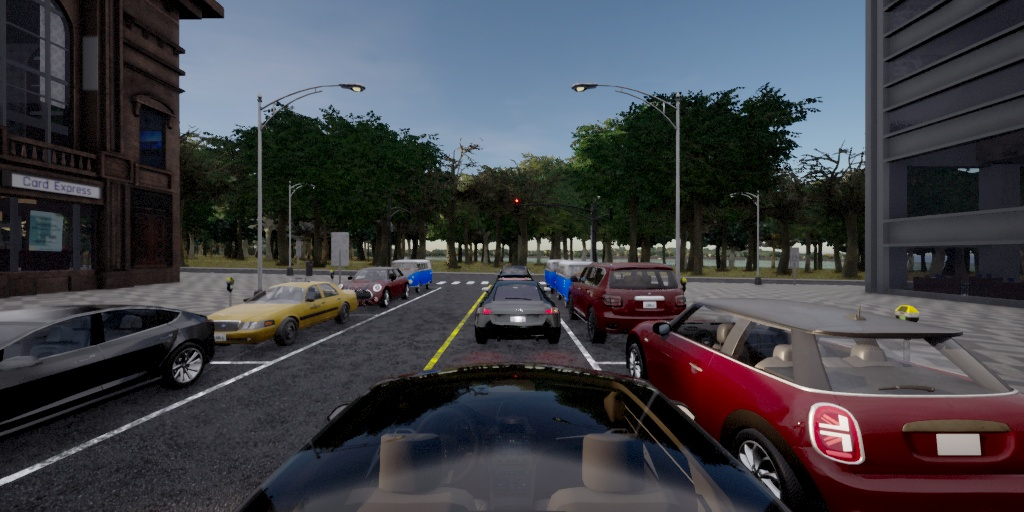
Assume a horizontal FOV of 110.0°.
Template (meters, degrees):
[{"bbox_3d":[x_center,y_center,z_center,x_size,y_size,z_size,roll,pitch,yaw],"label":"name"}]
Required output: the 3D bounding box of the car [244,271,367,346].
[{"bbox_3d":[-5.749,1.275,9.441,1.751,1.417,4.829,0,0,0],"label":"car"}]

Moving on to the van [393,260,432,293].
[{"bbox_3d":[-5.728,1.092,20.486,1.690,1.789,3.998,0,0,0],"label":"van"}]

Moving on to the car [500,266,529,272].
[{"bbox_3d":[0.132,1.243,18.525,2.128,1.511,4.902,0,0,0],"label":"car"}]

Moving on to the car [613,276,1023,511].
[{"bbox_3d":[2.766,1.190,4.157,1.967,1.591,4.097,0,0,0],"label":"car"}]

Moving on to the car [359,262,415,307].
[{"bbox_3d":[-5.738,1.190,15.049,1.967,1.591,4.097,0,0,0],"label":"car"}]

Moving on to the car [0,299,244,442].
[{"bbox_3d":[-5.759,1.316,4.174,1.948,1.339,4.313,0,0,0],"label":"car"}]

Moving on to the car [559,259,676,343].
[{"bbox_3d":[2.777,1.065,9.595,2.192,1.841,5.009,0,0,0],"label":"car"}]

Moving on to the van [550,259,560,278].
[{"bbox_3d":[2.787,1.092,15.033,1.690,1.789,3.998,0,0,0],"label":"van"}]

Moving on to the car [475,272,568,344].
[{"bbox_3d":[0.119,1.314,9.643,1.994,1.385,4.181,0,0,0],"label":"car"}]

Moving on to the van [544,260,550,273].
[{"bbox_3d":[2.797,1.092,20.470,1.690,1.789,3.998,0,0,0],"label":"van"}]
